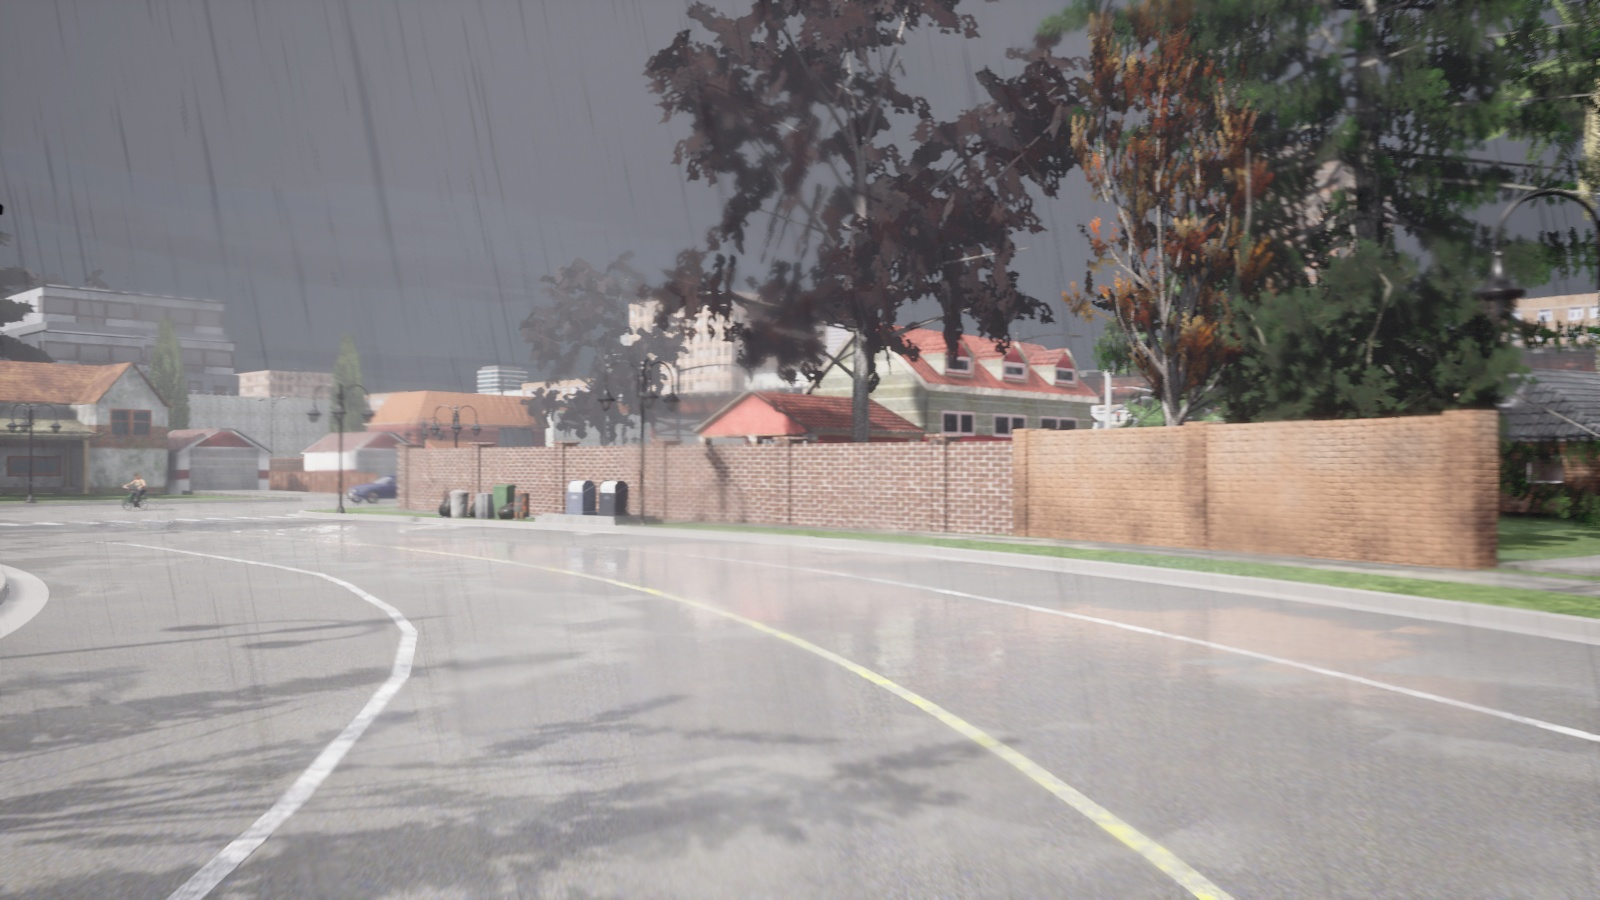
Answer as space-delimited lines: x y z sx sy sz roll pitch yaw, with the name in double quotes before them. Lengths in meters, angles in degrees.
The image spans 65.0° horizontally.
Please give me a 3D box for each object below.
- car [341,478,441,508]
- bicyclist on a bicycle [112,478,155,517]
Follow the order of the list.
"car" -21.389 2.237 65.818 1.812 1.442 4.674 -1 -1 43
"bicyclist on a bicycle" -28.385 2.027 53.516 0.866 1.612 1.509 1 -1 10
